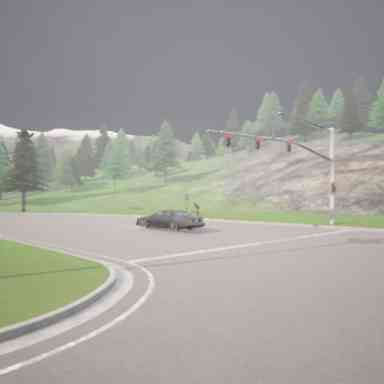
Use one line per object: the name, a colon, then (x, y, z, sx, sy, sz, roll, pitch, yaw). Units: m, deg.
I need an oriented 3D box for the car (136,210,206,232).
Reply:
car: (-1.568, 1.950, 23.144, 5.357, 1.411, 2.033, -1, -1, 41)

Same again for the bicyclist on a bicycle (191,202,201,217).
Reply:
bicyclist on a bicycle: (0.451, 1.928, 35.826, 0.582, 1.620, 1.656, -1, -1, 39)
